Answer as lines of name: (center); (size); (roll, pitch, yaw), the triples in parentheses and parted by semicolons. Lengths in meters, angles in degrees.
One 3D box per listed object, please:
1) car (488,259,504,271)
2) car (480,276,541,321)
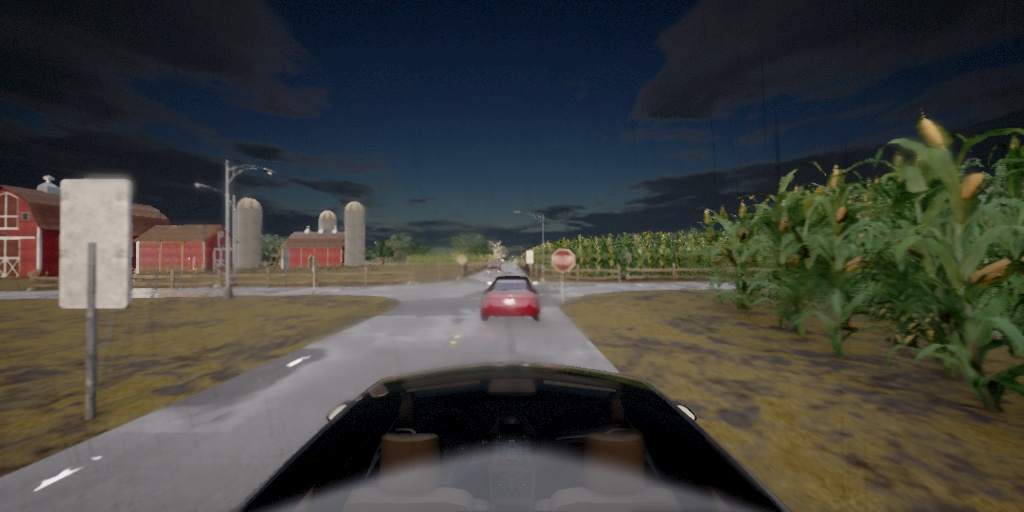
car: (-2.843, 1.549, 59.096); (2.097, 1.767, 4.553); (0, -1, 0)
car: (0.012, 1.389, 12.901); (1.994, 1.385, 4.181); (0, -1, 2)
